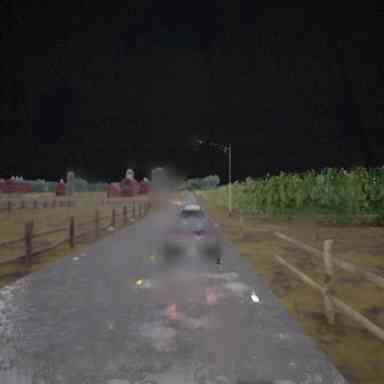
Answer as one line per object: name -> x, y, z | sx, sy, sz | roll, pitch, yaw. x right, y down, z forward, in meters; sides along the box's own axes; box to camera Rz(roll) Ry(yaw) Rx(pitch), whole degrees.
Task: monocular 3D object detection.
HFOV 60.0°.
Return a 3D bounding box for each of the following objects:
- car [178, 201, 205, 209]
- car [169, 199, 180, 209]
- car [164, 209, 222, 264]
car -> 0.052, 1.770, 28.573 | 1.882, 1.535, 5.008 | 0, 0, 1
car -> -2.817, 1.928, 56.696 | 2.097, 1.767, 4.553 | 0, -1, 0
car -> 0.041, 1.619, 12.349 | 2.128, 1.511, 4.902 | 0, -1, 1
